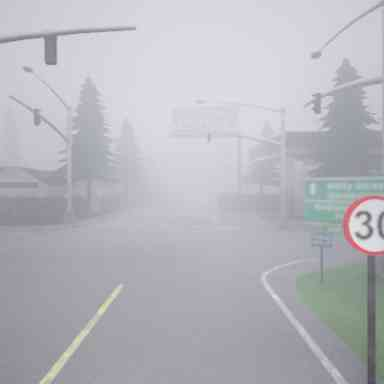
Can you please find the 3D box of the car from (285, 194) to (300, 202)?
[{"bbox_3d":[22.913,1.359,75.852,1.932,1.855,4.605,0,0,0],"label":"car"}]

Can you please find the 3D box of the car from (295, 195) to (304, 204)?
[{"bbox_3d":[22.915,1.616,67.372,1.970,1.475,3.806,0,0,0],"label":"car"}]
